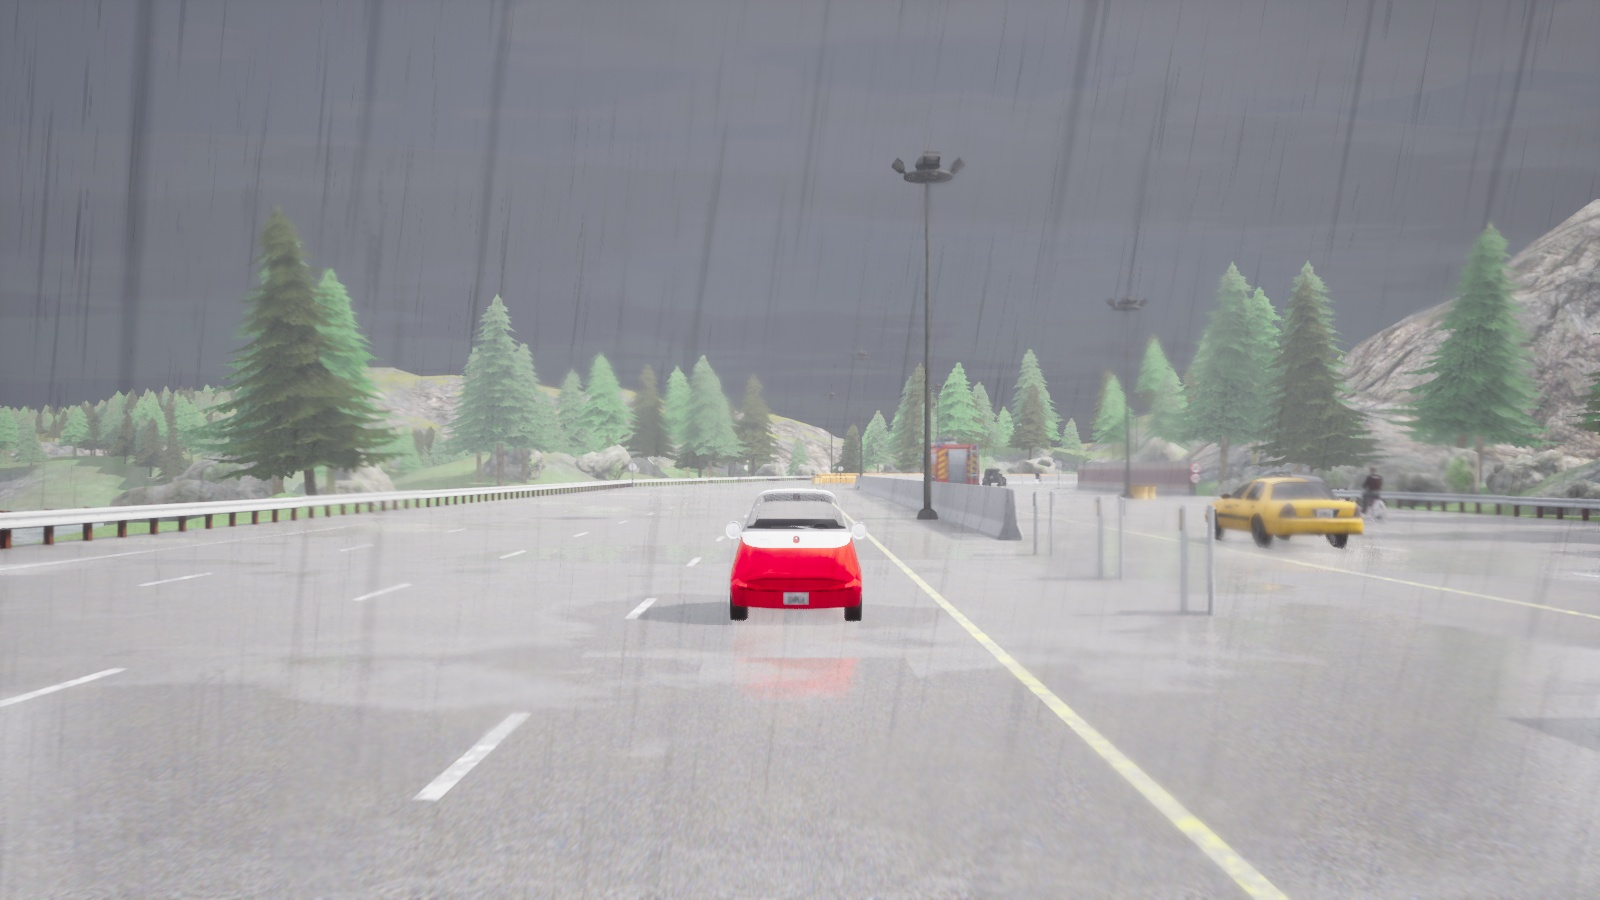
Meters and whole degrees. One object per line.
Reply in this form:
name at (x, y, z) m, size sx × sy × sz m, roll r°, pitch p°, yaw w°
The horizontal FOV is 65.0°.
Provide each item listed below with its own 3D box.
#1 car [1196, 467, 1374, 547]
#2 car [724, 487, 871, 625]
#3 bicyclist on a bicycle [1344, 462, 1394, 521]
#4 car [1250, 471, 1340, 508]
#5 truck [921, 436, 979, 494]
car at (10.435, 1.173, 27.502) m, size 1.801 × 1.575 × 5.366 m, roll 0°, pitch -1°, yaw 0°
car at (-0.031, 1.100, 13.780) m, size 1.481 × 1.376 × 2.207 m, roll 0°, pitch -1°, yaw 0°
bicyclist on a bicycle at (17.409, 1.260, 38.464) m, size 0.659 × 1.776 × 1.843 m, roll 0°, pitch -1°, yaw 0°
car at (20.876, 1.626, 53.182) m, size 1.837 × 1.490 × 4.892 m, roll 0°, pitch -1°, yaw 0°
truck at (10.218, 1.052, 86.169) m, size 2.891 × 3.827 × 8.468 m, roll 0°, pitch -1°, yaw 0°
